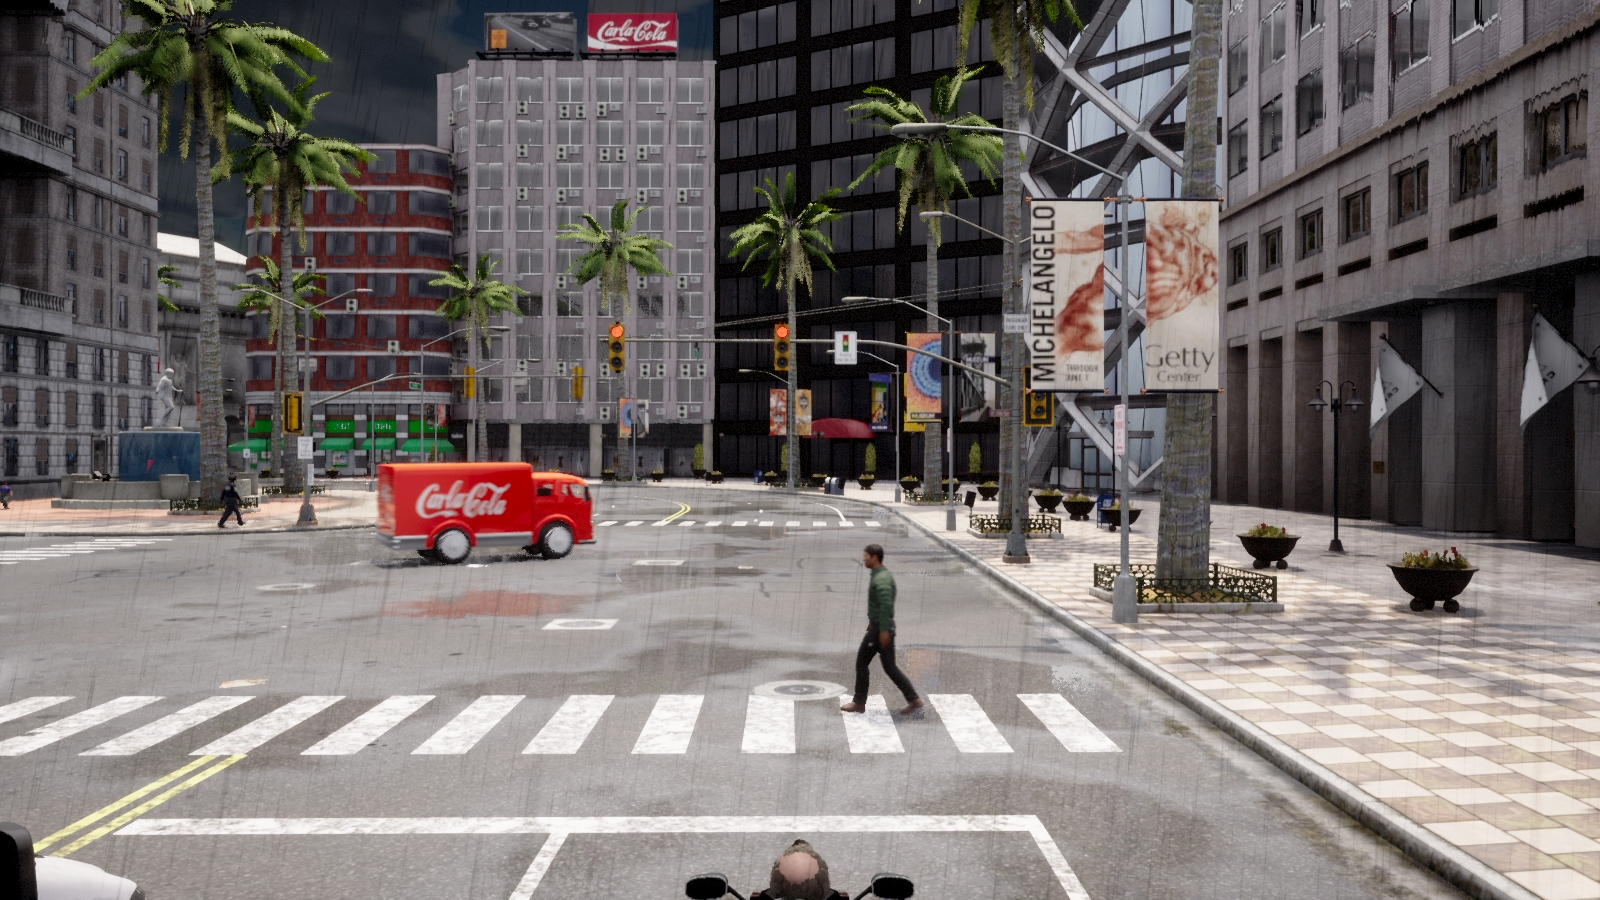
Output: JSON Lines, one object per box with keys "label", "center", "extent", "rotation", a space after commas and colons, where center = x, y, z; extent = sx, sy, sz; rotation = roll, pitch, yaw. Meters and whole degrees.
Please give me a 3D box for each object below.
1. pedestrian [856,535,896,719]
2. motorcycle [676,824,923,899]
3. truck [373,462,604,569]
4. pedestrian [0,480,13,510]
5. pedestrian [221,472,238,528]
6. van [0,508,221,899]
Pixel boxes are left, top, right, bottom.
{"label": "pedestrian", "center": [0.803, 1.842, 12.016], "extent": [0.375, 1.860, 0.375], "rotation": [0, 0, 13]}
{"label": "motorcycle", "center": [-0.001, 2.203, 3.717], "extent": [0.867, 1.251, 2.209], "rotation": [0, 0, 0]}
{"label": "truck", "center": [-7.945, 1.555, 29.227], "extent": [5.204, 2.467, 2.627], "rotation": [0, 0, -30]}
{"label": "pedestrian", "center": [-34.616, 1.957, 49.821], "extent": [0.375, 1.300, 0.375], "rotation": [0, 0, -13]}
{"label": "pedestrian", "center": [-19.123, 1.681, 38.310], "extent": [0.375, 1.860, 0.375], "rotation": [0, 0, 28]}
{"label": "van", "center": [-3.507, 1.533, 1.998], "extent": [1.988, 2.561, 5.915], "rotation": [0, 0, 0]}
